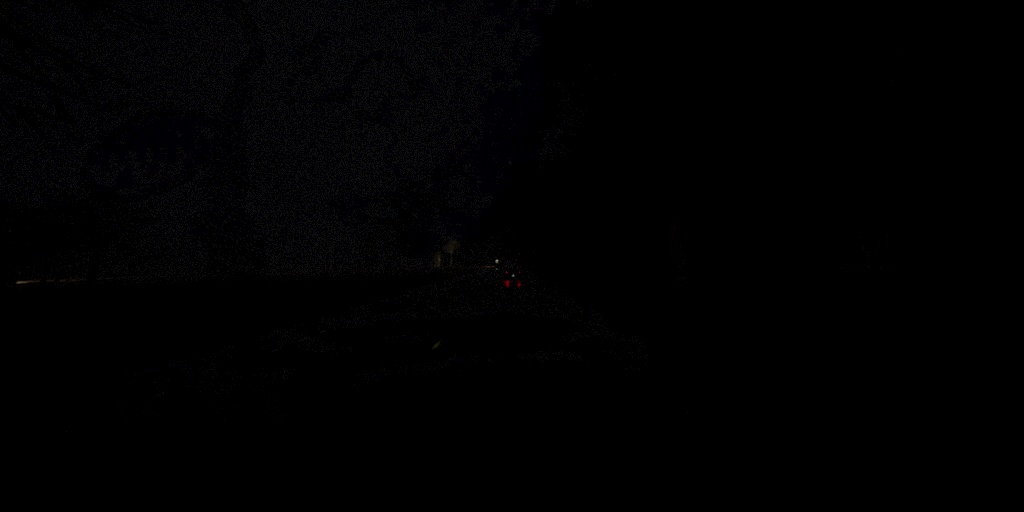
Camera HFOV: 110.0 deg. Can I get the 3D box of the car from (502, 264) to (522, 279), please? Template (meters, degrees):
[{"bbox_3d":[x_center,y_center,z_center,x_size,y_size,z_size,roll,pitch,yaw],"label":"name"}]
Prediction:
[{"bbox_3d":[0.129,1.741,38.605,1.895,1.301,4.718,0,-1,0],"label":"car"}]
